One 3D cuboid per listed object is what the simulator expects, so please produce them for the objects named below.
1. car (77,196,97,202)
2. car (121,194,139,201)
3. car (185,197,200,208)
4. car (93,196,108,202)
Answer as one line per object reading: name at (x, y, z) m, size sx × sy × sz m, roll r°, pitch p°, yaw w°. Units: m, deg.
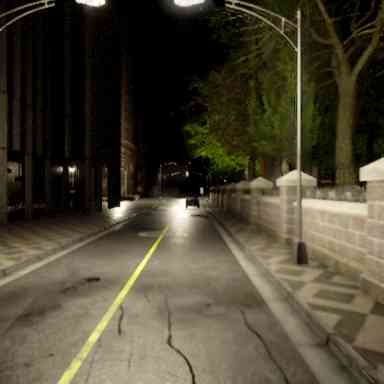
car at (-26.022, 1.610, 82.387) m, size 4.313 × 1.339 × 1.947 m, roll -1°, pitch 1°, yaw 0°
car at (-14.953, 1.265, 73.834) m, size 5.009 × 1.841 × 2.192 m, roll -1°, pitch 1°, yaw 0°
car at (0.057, 1.346, 44.566) m, size 2.128 × 1.511 × 4.902 m, roll 0°, pitch 0°, yaw 0°
car at (-20.321, 1.548, 73.849) m, size 4.829 × 1.417 × 1.752 m, roll -1°, pitch 1°, yaw 0°
